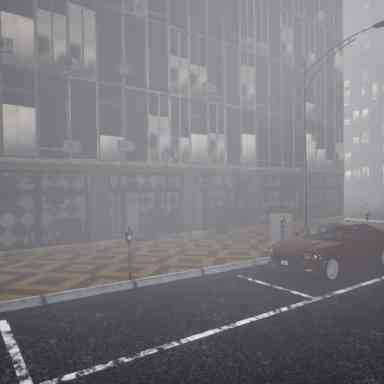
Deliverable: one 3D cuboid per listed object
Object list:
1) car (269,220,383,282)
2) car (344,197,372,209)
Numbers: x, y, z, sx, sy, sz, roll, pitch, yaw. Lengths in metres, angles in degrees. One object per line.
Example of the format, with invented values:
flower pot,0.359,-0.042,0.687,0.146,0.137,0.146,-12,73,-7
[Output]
car,4.164,1.542,9.725,4.507,1.381,1.887,0,-1,-36
car,18.697,1.275,39.608,1.752,1.417,4.829,-1,1,-35
